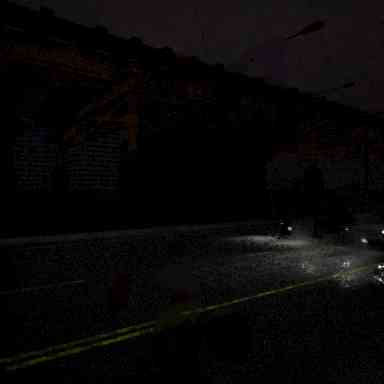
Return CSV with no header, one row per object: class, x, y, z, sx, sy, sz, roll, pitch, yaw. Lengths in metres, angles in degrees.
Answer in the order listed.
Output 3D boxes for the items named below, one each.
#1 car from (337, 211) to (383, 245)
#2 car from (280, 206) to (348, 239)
car,8.572,1.601,14.369,4.718,1.301,1.895,0,0,-35
car,6.648,1.505,17.296,4.892,1.490,1.837,0,0,-35
